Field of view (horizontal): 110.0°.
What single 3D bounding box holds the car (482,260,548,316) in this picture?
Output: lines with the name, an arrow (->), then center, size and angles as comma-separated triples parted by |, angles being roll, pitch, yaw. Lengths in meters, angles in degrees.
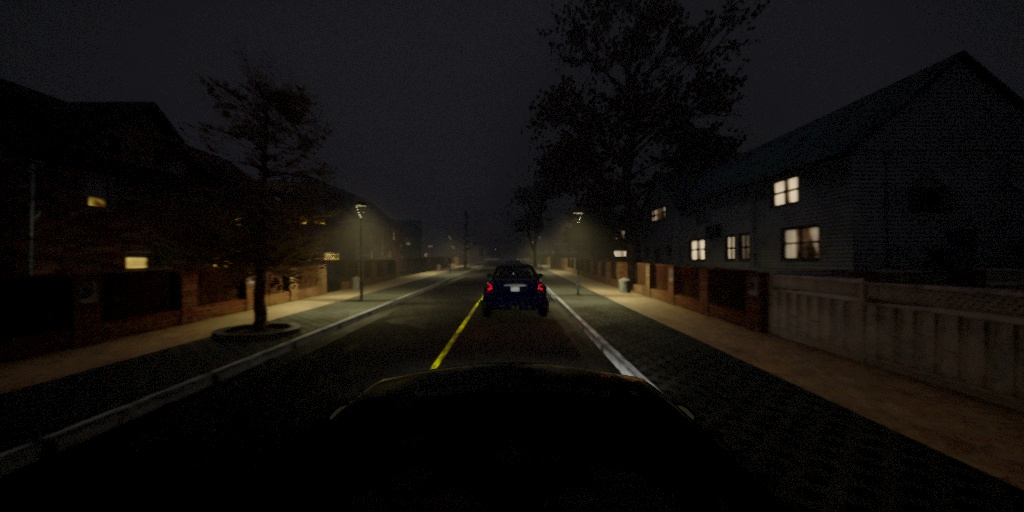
car -> 0.100, 1.031, 13.231 | 2.097, 1.767, 4.553 | 0, 0, 0
